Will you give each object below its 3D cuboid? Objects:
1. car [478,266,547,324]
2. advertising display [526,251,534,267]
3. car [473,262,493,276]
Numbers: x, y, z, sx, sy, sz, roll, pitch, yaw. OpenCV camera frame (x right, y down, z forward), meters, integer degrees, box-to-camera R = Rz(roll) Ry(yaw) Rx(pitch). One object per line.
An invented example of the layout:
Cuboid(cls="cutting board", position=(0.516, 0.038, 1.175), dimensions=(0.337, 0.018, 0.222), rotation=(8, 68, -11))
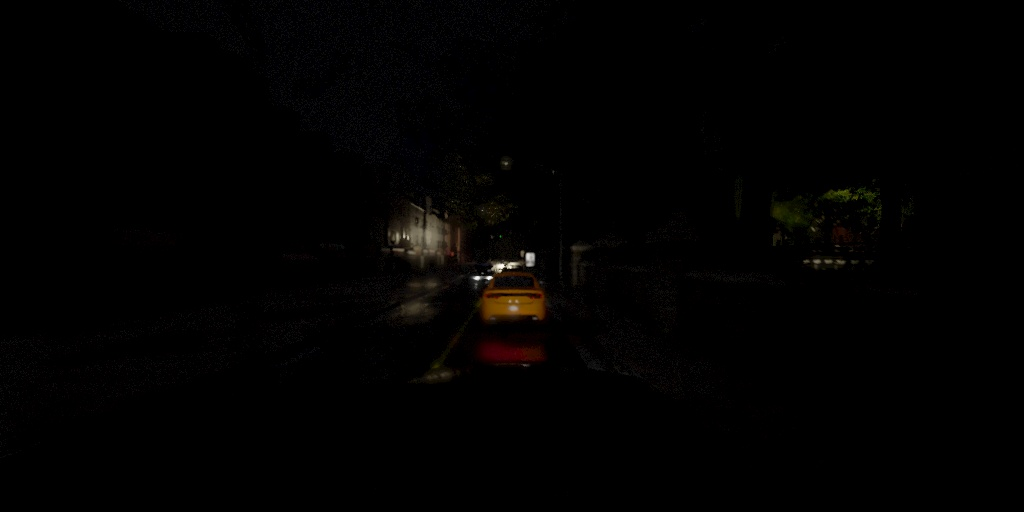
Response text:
Cuboid(cls="car", position=(0.068, 1.274, 12.188), dimensions=(1.882, 1.535, 5.008), rotation=(0, 0, 0))
Cuboid(cls="advertising display", position=(2.946, 0.700, 56.719), dimensions=(1.540, 2.440, 0.280), rotation=(0, 0, 0))
Cuboid(cls="car", position=(-2.890, 1.308, 37.573), dimensions=(2.033, 1.411, 5.357), rotation=(0, 0, 0))
